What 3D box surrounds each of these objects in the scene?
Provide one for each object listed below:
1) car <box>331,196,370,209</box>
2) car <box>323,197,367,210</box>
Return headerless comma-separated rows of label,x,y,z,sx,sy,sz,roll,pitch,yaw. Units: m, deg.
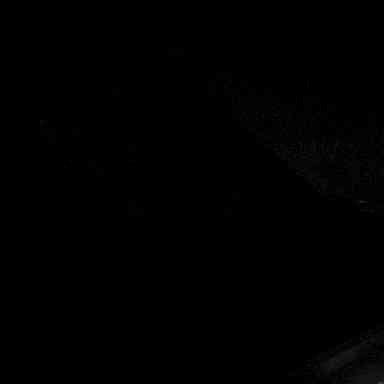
car,21.413,1.416,45.242,1.837,1.490,4.892,2,-1,-19
car,18.939,1.466,41.624,2.033,1.411,5.357,0,0,-19
